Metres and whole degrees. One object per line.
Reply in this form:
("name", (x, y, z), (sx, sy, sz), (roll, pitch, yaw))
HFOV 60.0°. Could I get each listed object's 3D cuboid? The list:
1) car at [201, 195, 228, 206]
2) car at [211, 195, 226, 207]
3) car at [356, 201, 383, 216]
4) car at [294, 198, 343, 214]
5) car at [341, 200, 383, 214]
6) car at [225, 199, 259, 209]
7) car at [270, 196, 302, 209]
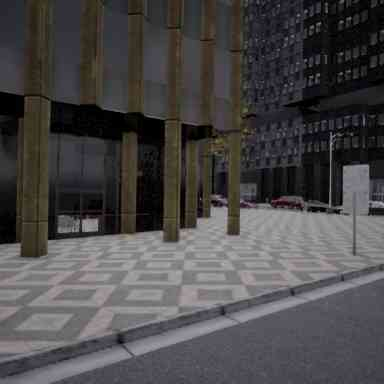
("car", (4.076, 1.513, 61.206), (2.192, 1.841, 5.009), (1, -1, -35))
("car", (3.516, 1.313, 47.276), (2.192, 1.841, 5.009), (1, -1, -35))
("car", (16.284, 1.518, 29.295), (2.008, 1.369, 4.403), (1, -1, -35))
("car", (13.091, 1.540, 33.790), (1.947, 1.339, 4.313), (1, -1, -35))
("car", (20.034, 1.708, 38.733), (2.008, 1.369, 4.403), (1, -1, -35))
("car", (6.705, 1.571, 42.778), (1.802, 1.307, 4.206), (1, -1, -35))
("car", (13.653, 1.488, 47.724), (2.192, 1.841, 5.009), (1, -1, -35))
